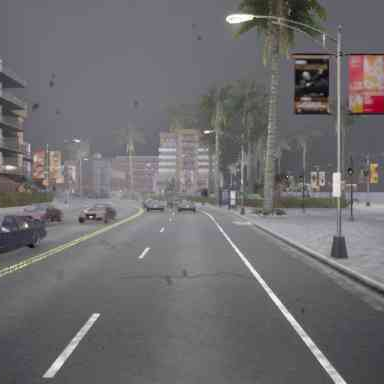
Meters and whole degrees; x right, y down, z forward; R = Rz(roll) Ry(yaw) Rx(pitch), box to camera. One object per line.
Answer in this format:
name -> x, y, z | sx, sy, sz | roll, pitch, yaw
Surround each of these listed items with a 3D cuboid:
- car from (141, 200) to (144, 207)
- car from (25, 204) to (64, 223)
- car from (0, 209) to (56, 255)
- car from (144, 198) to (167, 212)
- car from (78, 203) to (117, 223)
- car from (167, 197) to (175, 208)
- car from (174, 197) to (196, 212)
car -> -6.139, 1.564, 48.197 | 1.994, 1.385, 4.181 | 0, 0, -14
car -> -10.540, 1.564, 23.101 | 1.994, 1.385, 4.181 | 0, 0, 1
car -> -7.105, 1.547, 11.948 | 2.033, 1.411, 5.357 | 0, 0, 0
car -> -4.323, 1.564, 39.131 | 1.994, 1.385, 4.181 | 0, 0, -6
car -> -7.019, 1.564, 25.069 | 1.994, 1.385, 4.181 | 0, 0, 0
car -> -2.490, 1.491, 48.258 | 2.128, 1.511, 4.902 | 0, 0, -15
car -> -0.694, 1.564, 38.390 | 1.994, 1.385, 4.181 | 0, 0, -5
